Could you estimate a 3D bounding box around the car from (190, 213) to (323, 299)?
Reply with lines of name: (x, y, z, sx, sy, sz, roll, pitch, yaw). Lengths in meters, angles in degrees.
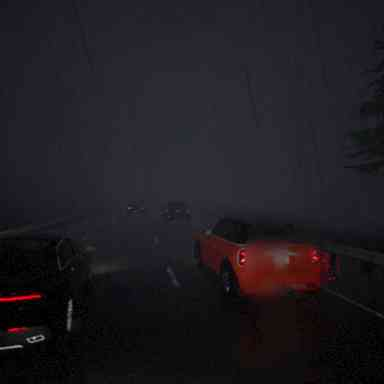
car: (1.461, 1.432, 8.934, 2.097, 1.767, 4.553, 1, 0, -11)

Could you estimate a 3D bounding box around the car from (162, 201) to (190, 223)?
car: (-1.349, 1.532, 27.538, 2.097, 1.767, 4.553, 1, 0, -7)

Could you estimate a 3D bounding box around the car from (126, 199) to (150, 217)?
car: (-5.621, 1.705, 34.099, 1.812, 1.442, 4.674, 1, 0, -5)

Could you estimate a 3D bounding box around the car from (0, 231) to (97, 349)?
car: (-3.034, 1.517, 6.366, 1.837, 1.490, 4.892, 1, 0, -11)
